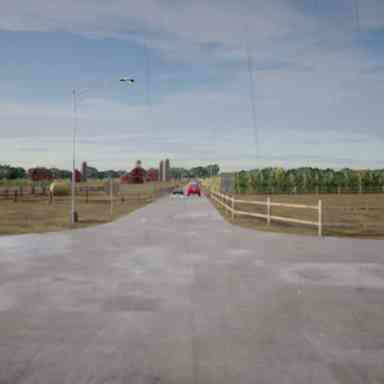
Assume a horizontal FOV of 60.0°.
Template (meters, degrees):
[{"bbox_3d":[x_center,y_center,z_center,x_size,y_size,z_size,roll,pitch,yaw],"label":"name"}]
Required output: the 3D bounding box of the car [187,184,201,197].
[{"bbox_3d":[0.338,-0.334,54.061,2.150,2.045,5.566,0,2,0],"label":"car"}]

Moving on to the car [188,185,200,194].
[{"bbox_3d":[0.403,-0.495,64.421,2.097,1.767,4.553,0,2,0],"label":"car"}]

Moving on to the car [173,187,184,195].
[{"bbox_3d":[-2.379,-0.168,59.469,2.033,1.411,5.357,0,2,0],"label":"car"}]
